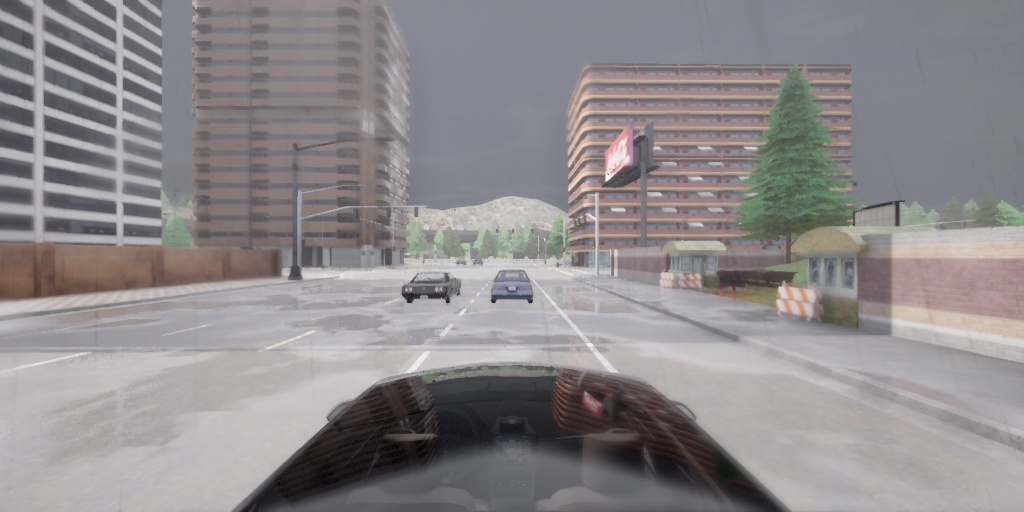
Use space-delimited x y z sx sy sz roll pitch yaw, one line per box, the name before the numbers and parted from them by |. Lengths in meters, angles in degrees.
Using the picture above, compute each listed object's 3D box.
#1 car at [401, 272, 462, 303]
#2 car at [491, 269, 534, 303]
car | -3.500 1.365 16.530 1.895 1.301 4.718 0 0 0
car | 0.000 1.312 16.500 2.033 1.411 5.357 0 0 0
